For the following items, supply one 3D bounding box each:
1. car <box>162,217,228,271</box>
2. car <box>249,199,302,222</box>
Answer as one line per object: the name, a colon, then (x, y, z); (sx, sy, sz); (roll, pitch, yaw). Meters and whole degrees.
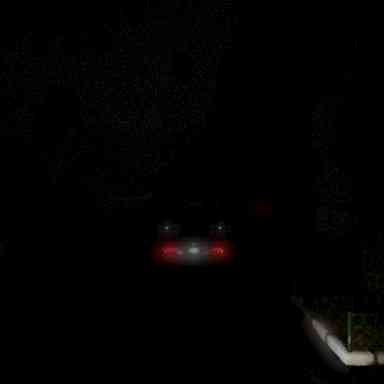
car: (0.080, 1.536, 10.803); (2.033, 1.411, 5.357); (0, 0, 0)
car: (6.600, 1.263, 24.424); (4.553, 1.767, 2.097); (0, 0, -14)
